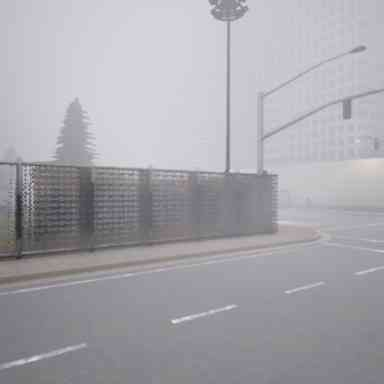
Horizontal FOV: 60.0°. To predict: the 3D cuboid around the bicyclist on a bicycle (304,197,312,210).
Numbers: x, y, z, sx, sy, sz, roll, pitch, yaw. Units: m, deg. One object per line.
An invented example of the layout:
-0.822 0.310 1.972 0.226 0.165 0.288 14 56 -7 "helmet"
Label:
14.446 1.425 41.266 1.656 1.620 0.582 0 0 -35 "bicyclist on a bicycle"
